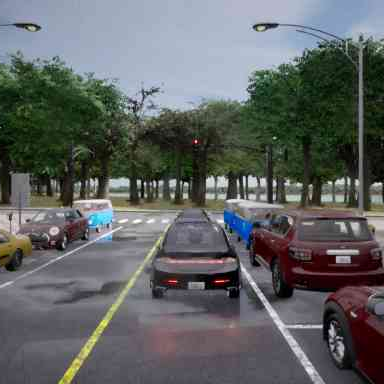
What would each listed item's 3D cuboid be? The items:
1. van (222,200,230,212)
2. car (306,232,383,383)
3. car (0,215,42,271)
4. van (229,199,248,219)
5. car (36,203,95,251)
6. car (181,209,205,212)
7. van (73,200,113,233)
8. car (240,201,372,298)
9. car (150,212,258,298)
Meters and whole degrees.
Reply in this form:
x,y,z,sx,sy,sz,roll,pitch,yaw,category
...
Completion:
x,y,z,sx,sy,sz,roll,pitch,yaw,category
2.748,1.343,19.325,1.690,1.788,3.998,0,0,0,van
2.759,1.440,3.012,1.967,1.590,4.097,0,0,0,car
-5.770,1.526,8.275,1.752,1.417,4.829,0,0,0,car
2.751,1.342,13.888,1.690,1.788,3.998,0,0,0,van
-5.774,1.441,13.882,1.967,1.590,4.097,0,0,0,car
0.045,1.565,17.399,1.994,1.385,4.181,0,0,1,car
-5.777,1.343,19.320,1.690,1.788,3.998,0,0,0,van
2.755,1.315,8.450,2.192,1.841,5.009,0,0,0,car
0.084,1.492,8.480,2.128,1.511,4.902,0,0,0,car
